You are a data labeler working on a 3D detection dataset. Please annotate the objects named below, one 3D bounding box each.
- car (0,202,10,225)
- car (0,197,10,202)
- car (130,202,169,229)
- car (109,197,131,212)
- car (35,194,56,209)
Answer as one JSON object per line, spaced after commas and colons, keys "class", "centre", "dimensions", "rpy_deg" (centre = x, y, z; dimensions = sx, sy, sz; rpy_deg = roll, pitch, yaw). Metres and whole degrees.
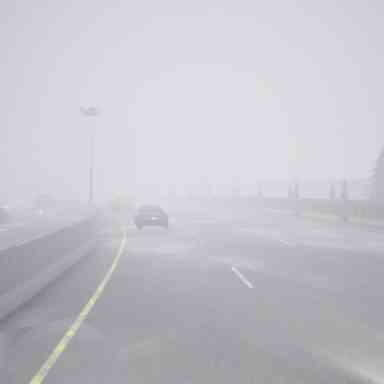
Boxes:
{"class": "car", "centre": [-14.097, 1.612, 23.052], "dimensions": [1.994, 1.385, 4.181], "rpy_deg": [0, 0, -16]}
{"class": "car", "centre": [-34.201, 1.678, 60.173], "dimensions": [2.128, 1.511, 4.902], "rpy_deg": [-1, 0, -36]}
{"class": "car", "centre": [-2.766, 1.537, 21.861], "dimensions": [1.994, 1.385, 4.181], "rpy_deg": [0, 0, -13]}
{"class": "car", "centre": [-8.224, 1.327, 38.233], "dimensions": [2.097, 1.767, 4.553], "rpy_deg": [-1, 0, -23]}
{"class": "car", "centre": [-20.838, 1.286, 47.106], "dimensions": [2.150, 2.045, 5.566], "rpy_deg": [-1, 0, -31]}
